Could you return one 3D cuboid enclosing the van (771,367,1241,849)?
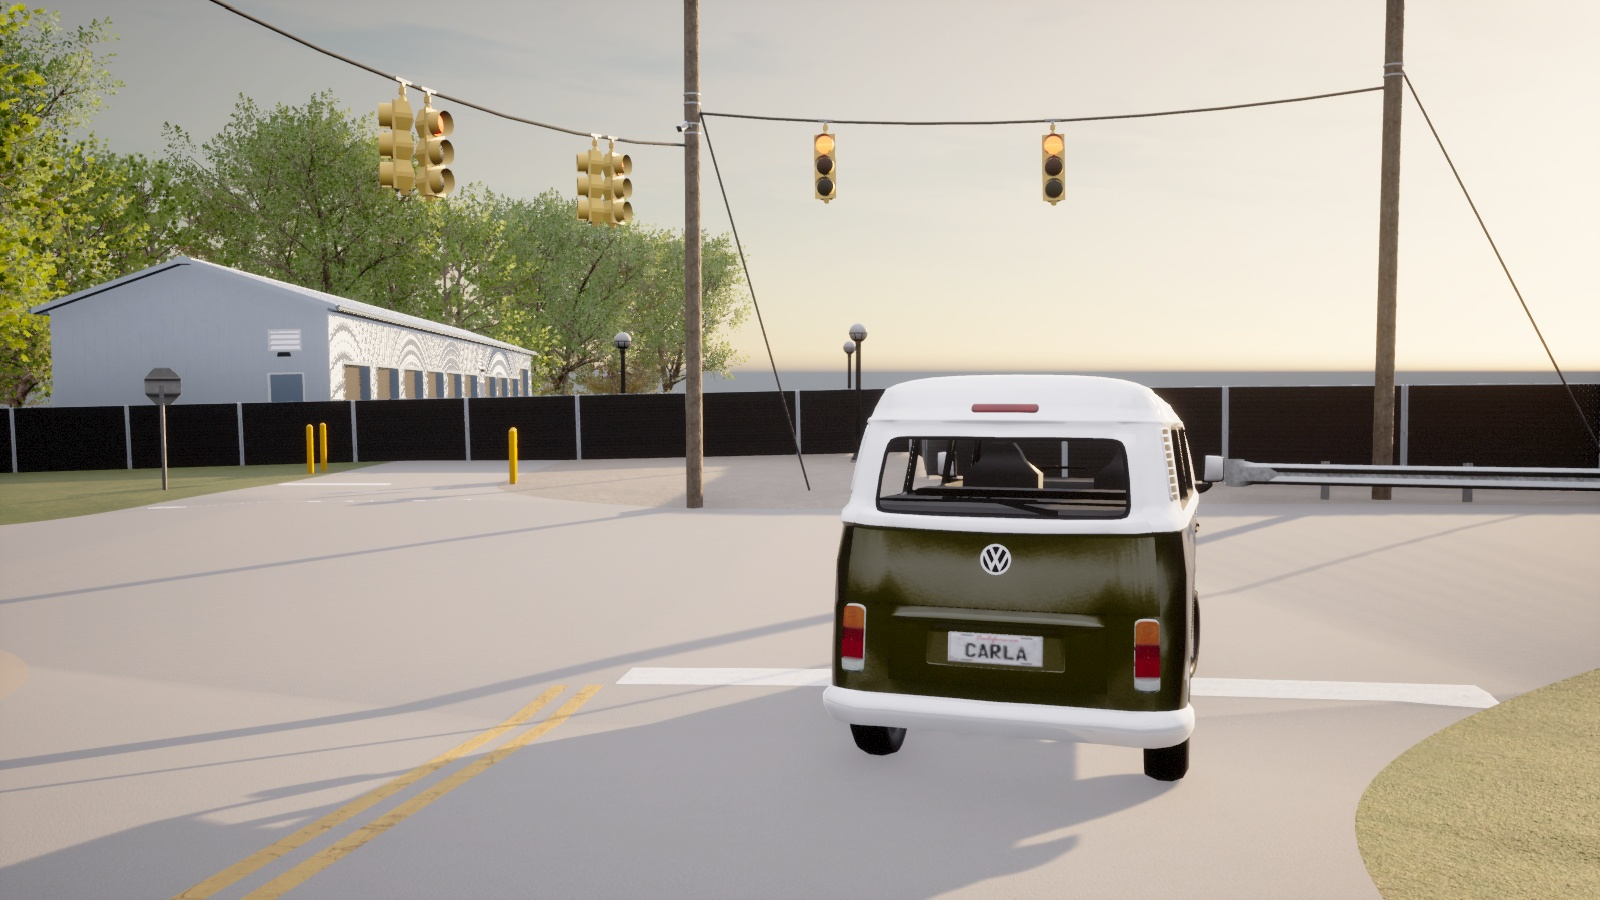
[{"bbox_3d":[1.546,0.611,7.742,2.069,2.038,4.480,1,1,18],"label":"van"}]
